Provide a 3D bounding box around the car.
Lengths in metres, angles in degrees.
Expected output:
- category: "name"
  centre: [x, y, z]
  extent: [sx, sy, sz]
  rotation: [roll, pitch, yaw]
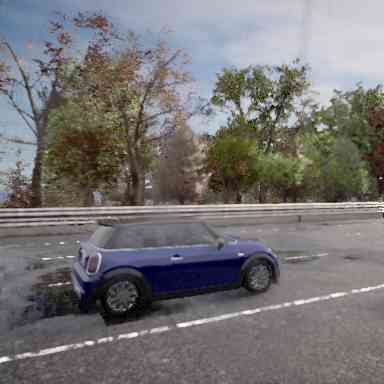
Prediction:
- category: "car"
  centre: [-0.247, 1.340, 7.507]
  extent: [4.553, 1.767, 2.097]
  rotation: [0, 0, -26]
